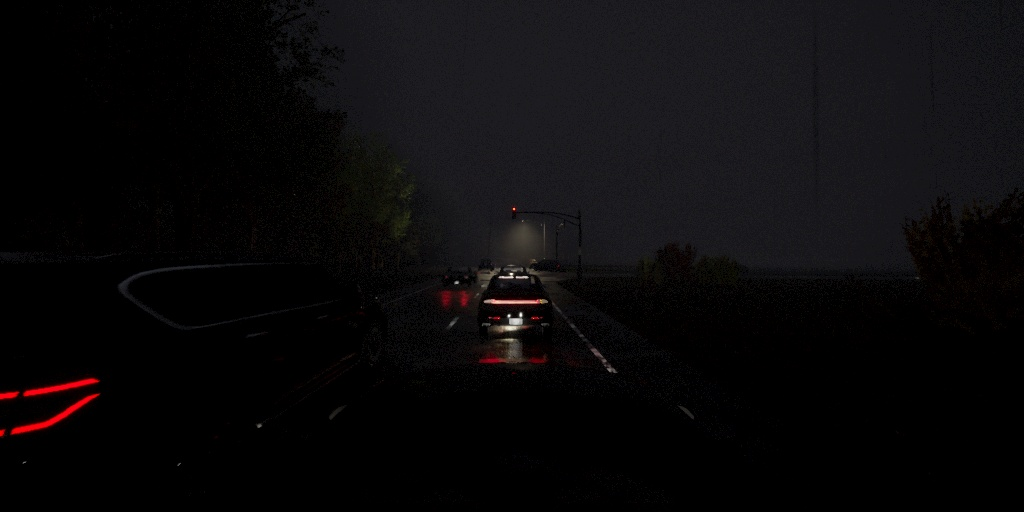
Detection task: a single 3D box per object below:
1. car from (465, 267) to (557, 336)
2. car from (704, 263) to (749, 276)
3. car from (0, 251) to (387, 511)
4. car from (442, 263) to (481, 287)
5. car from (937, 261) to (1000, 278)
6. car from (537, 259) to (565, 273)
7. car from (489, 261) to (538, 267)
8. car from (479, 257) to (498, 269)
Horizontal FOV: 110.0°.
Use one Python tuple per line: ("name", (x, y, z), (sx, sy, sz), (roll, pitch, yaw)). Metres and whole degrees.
("car", (0.084, 1.244, 10.394), (2.128, 1.511, 4.902), (0, 0, 0))
("car", (25.239, 1.575, 42.371), (4.902, 1.511, 2.128), (1, -1, 0))
("car", (-3.402, 0.973, 4.366), (2.150, 2.045, 5.566), (0, 0, 0))
("car", (-3.449, 1.356, 24.487), (1.895, 1.301, 4.718), (0, 0, 0))
("car", (50.197, 1.517, 38.704), (5.566, 2.045, 2.150), (1, -1, 1))
("car", (4.479, 1.209, 45.861), (4.553, 1.767, 2.097), (2, 1, 35))
("car", (0.066, 1.246, 19.792), (2.128, 1.511, 4.902), (0, 0, 0))
("car", (-3.507, 1.107, 50.178), (2.097, 1.767, 4.553), (0, 0, 0))
